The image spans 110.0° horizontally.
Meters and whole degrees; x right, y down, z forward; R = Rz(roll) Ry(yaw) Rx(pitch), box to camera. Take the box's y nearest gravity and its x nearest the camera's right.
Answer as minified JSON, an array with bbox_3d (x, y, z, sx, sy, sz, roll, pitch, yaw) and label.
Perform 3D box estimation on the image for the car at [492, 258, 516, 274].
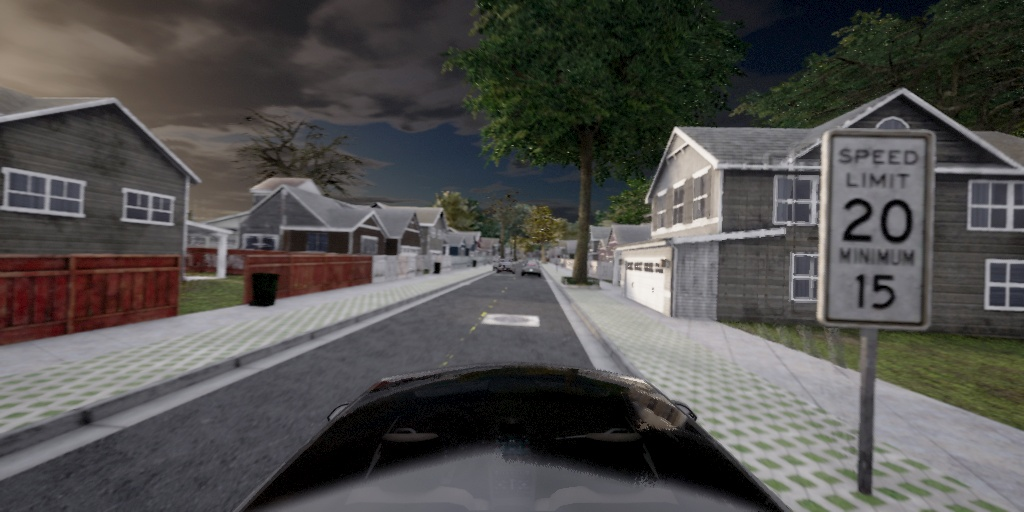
[{"bbox_3d":[-0.841,0.876,36.376,1.994,1.385,4.181,2,0,3],"label":"car"}]

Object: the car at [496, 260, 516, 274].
[{"bbox_3d":[-0.609,1.238,40.566,1.994,1.385,4.181,2,0,3],"label":"car"}]

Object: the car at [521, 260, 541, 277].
[{"bbox_3d":[1.980,1.337,36.755,1.994,1.385,4.181,2,0,4],"label":"car"}]
